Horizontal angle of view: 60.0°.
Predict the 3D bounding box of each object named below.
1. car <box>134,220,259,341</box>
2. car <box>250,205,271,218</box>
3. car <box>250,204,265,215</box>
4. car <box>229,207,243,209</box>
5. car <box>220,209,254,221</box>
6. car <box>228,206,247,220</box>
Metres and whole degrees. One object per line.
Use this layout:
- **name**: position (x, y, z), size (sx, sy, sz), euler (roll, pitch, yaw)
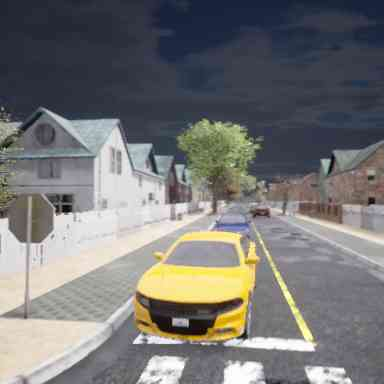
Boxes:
- **car**: position (0.399, 1.632, 7.177), size (1.882, 1.535, 5.008), euler (0, -1, 13)
- **car**: position (8.411, 2.318, 40.254), size (1.882, 1.535, 5.008), euler (0, -1, 9)
- **car**: position (9.854, 2.605, 50.509), size (2.033, 1.411, 5.357), euler (0, -1, 8)
- **car**: position (3.723, 2.091, 28.108), size (1.837, 1.490, 4.892), euler (0, -1, 8)
- **car**: position (2.276, 1.907, 18.245), size (1.812, 1.442, 4.674), euler (0, -1, 8)
- **car**: position (5.186, 2.358, 37.959), size (1.994, 1.385, 4.181), euler (0, -1, 9)
